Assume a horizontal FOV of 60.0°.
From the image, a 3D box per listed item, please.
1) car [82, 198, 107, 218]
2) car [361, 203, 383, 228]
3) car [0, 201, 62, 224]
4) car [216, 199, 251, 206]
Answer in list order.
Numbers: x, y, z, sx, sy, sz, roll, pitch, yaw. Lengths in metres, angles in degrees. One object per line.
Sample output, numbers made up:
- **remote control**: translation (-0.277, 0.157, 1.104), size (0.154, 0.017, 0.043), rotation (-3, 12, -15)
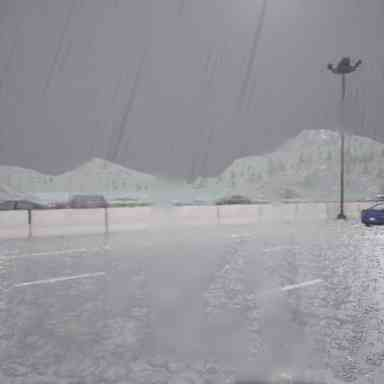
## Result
- **car**: translation (-8.139, 0.989, 23.763), size (4.553, 1.767, 2.097), rotation (0, 1, -33)
- **car**: translation (12.169, 1.347, 19.644), size (5.008, 1.535, 1.882), rotation (0, 0, -29)
- **car**: translation (-10.057, 1.165, 18.224), size (5.008, 1.535, 1.882), rotation (0, 1, -35)
- **car**: translation (4.874, 1.073, 39.630), size (4.892, 1.490, 1.837), rotation (1, 0, -28)
